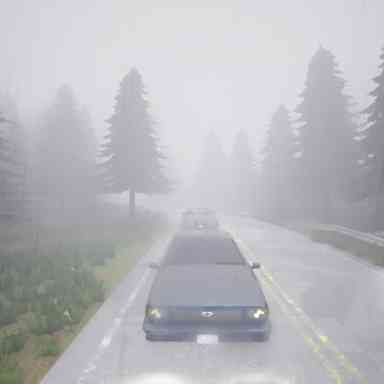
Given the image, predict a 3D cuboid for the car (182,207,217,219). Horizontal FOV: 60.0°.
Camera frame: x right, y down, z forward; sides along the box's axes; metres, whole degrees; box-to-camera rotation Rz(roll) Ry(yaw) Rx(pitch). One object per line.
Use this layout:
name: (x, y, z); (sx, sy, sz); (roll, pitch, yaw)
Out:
car: (0.387, 1.583, 19.135); (1.994, 1.385, 4.181); (0, 0, -2)

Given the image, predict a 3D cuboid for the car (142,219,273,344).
car: (0.244, 1.557, 7.050); (2.033, 1.411, 5.357); (0, 0, 1)
